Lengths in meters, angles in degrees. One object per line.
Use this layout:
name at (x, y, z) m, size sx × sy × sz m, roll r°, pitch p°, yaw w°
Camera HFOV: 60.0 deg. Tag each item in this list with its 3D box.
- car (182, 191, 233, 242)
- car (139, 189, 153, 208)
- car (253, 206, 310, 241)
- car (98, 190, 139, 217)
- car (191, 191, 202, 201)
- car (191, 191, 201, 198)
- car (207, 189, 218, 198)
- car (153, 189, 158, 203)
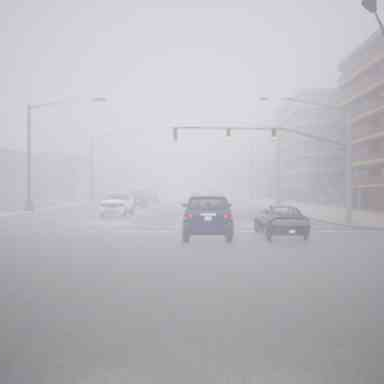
car at (0.701, 1.132, 15.906) m, size 2.150 × 2.045 × 5.566 m, roll 0°, pitch 0°, yaw 1°
car at (-6.387, 0.801, 39.268) m, size 2.150 × 2.045 × 5.566 m, roll 0°, pitch 1°, yaw 0°
car at (4.194, 1.403, 16.147) m, size 2.128 × 1.511 × 4.902 m, roll 0°, pitch 0°, yaw 1°
car at (-6.403, 0.989, 28.881) m, size 2.150 × 2.045 × 5.566 m, roll 0°, pitch 1°, yaw 0°
car at (0.708, 0.675, 58.777) m, size 1.837 × 1.490 × 4.892 m, roll 0°, pitch 1°, yaw 0°
car at (0.714, 0.535, 68.825) m, size 1.994 × 1.385 × 4.181 m, roll 0°, pitch 1°, yaw 0°
car at (4.214, 0.329, 69.201) m, size 2.097 × 1.767 × 4.553 m, roll 0°, pitch 1°, yaw 0°
car at (-6.309, 0.581, 49.720) m, size 2.150 × 2.045 × 5.566 m, roll 0°, pitch 1°, yaw 1°
